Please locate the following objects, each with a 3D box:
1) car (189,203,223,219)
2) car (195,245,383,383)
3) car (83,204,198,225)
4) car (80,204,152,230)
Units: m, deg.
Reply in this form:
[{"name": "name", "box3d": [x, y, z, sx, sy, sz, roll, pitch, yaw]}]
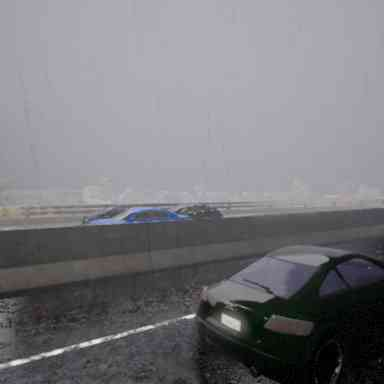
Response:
[{"name": "car", "box3d": [-0.285, 1.499, 20.888, 4.892, 1.490, 1.837, 1, 0, -35]}, {"name": "car", "box3d": [2.112, 1.562, 5.232, 4.181, 1.385, 1.994, 0, 0, -35]}, {"name": "car", "box3d": [-2.409, 1.472, 15.129, 5.008, 1.535, 1.882, 0, 0, -35]}, {"name": "car", "box3d": [-4.953, 1.555, 21.896, 4.181, 1.385, 1.994, 0, 0, -35]}]
